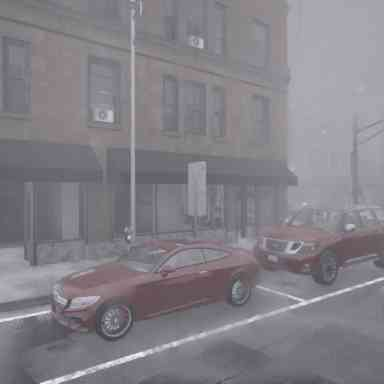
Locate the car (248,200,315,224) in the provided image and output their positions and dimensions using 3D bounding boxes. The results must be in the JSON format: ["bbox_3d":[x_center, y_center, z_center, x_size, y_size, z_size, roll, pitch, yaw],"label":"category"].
[{"bbox_3d":[6.844,1.486,25.904,1.882,1.535,5.008,0,0,-35],"label":"car"}]

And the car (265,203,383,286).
[{"bbox_3d":[4.038,1.314,9.639,5.009,1.841,2.192,0,0,-35],"label":"car"}]

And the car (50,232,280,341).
[{"bbox_3d":[-0.461,1.582,6.435,4.206,1.307,1.802,0,0,-35],"label":"car"}]
